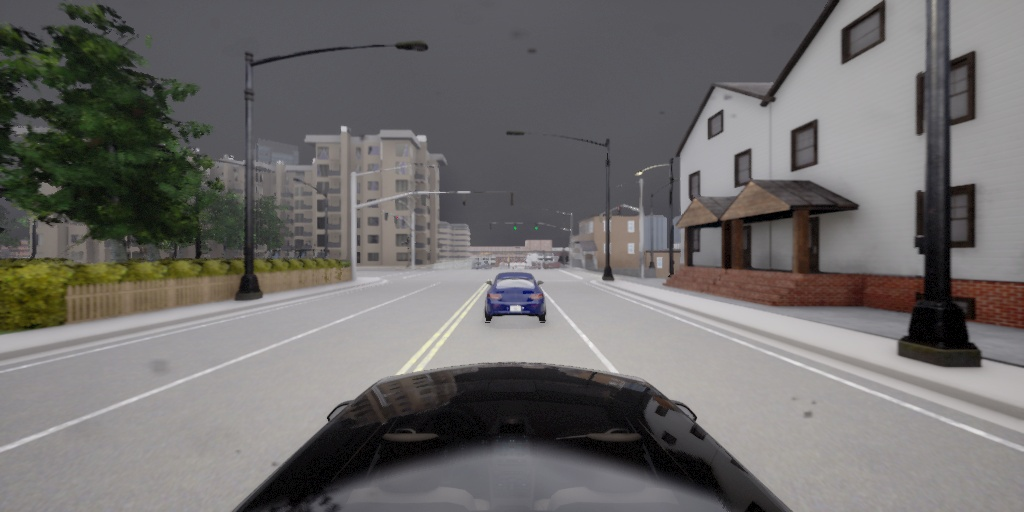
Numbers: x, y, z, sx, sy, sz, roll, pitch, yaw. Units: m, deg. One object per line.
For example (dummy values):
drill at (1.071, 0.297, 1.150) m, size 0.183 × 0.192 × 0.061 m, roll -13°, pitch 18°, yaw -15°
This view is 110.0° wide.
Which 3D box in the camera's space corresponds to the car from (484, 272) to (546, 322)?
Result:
car at (0.097, 1.259, 12.015) m, size 1.812 × 1.442 × 4.674 m, roll 0°, pitch 0°, yaw 0°
